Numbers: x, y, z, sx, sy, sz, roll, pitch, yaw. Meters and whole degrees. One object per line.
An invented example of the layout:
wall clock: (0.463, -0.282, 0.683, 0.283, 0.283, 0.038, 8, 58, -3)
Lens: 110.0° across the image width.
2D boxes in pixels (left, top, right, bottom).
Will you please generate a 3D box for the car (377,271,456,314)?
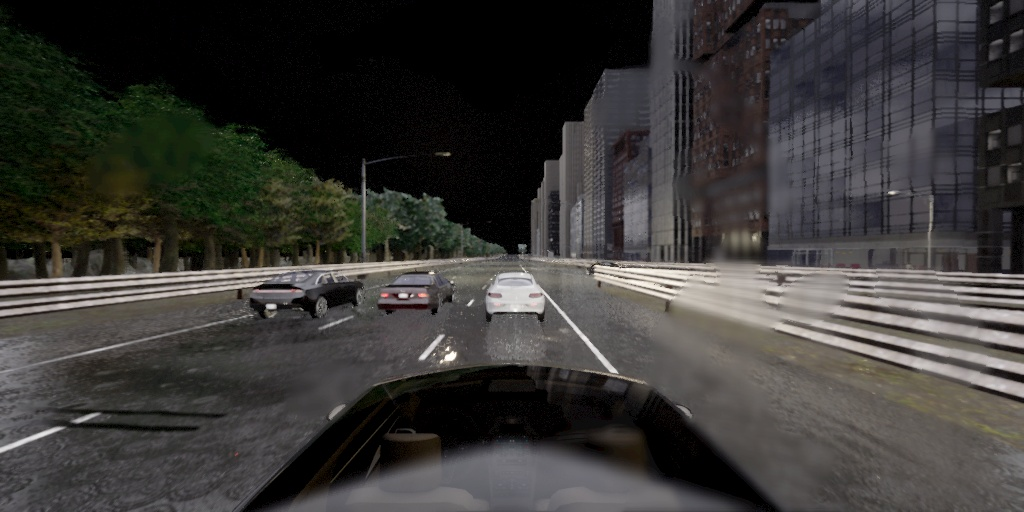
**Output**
car: (-3.401, 1.289, 13.702, 2.033, 1.411, 5.357, 0, 0, 0)

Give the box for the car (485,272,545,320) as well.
car: (0.096, 1.268, 12.393, 1.812, 1.442, 4.674, 0, 0, 0)

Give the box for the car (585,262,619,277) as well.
car: (8.768, 1.286, 34.968, 1.837, 1.490, 4.892, 0, 0, -12)

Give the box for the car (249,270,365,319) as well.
car: (-6.900, 1.233, 12.698, 2.128, 1.511, 4.902, 0, 0, 0)
